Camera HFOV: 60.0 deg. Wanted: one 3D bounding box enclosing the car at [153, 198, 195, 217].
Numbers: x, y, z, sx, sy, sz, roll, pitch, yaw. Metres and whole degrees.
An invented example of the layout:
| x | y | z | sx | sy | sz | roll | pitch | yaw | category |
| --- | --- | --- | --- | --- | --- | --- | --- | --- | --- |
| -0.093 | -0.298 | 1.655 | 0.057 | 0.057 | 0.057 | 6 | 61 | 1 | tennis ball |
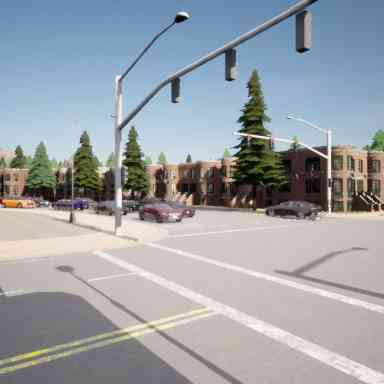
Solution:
| x | y | z | sx | sy | sz | roll | pitch | yaw | category |
| --- | --- | --- | --- | --- | --- | --- | --- | --- | --- |
| -1.553 | 1.564 | 30.084 | 1.994 | 1.385 | 4.181 | 0 | 0 | -37 | car |

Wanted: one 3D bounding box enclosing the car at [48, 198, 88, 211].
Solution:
| x | y | z | sx | sy | sz | roll | pitch | yaw | category |
| --- | --- | --- | --- | --- | --- | --- | --- | --- | --- |
| -14.898 | 1.601 | 40.030 | 4.718 | 1.301 | 1.895 | 0 | 0 | 38 | car |

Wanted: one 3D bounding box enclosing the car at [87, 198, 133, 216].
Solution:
| x | y | z | sx | sy | sz | roll | pitch | yaw | category |
| --- | --- | --- | --- | --- | --- | --- | --- | --- | --- |
| -8.215 | 1.547 | 33.250 | 2.033 | 1.411 | 5.357 | 0 | 0 | -38 | car |

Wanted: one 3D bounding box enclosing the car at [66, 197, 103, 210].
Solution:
| x | y | z | sx | sy | sz | roll | pitch | yaw | category |
| --- | --- | --- | --- | --- | --- | --- | --- | --- | --- |
| -14.256 | 1.492 | 43.852 | 4.902 | 1.511 | 2.128 | 0 | 0 | 36 | car |

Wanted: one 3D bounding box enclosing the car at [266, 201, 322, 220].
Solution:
| x | y | z | sx | sy | sz | roll | pitch | yaw | category |
| --- | --- | --- | --- | --- | --- | --- | --- | --- | --- |
| 8.564 | 1.491 | 28.355 | 2.128 | 1.511 | 4.902 | 0 | 0 | -40 | car |

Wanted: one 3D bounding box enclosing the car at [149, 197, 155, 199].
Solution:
| x | y | z | sx | sy | sz | roll | pitch | yaw | category |
| --- | --- | --- | --- | --- | --- | --- | --- | --- | --- |
| -5.811 | 1.505 | 46.225 | 4.892 | 1.490 | 1.837 | 0 | 0 | 43 | car |

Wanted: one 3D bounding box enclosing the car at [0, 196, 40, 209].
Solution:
| x | y | z | sx | sy | sz | roll | pitch | yaw | category |
| --- | --- | --- | --- | --- | --- | --- | --- | --- | --- |
| -23.615 | 1.352 | 45.436 | 4.553 | 1.767 | 2.097 | 0 | 0 | 25 | car |

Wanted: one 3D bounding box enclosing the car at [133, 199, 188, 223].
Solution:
| x | y | z | sx | sy | sz | roll | pitch | yaw | category |
| --- | --- | --- | --- | --- | --- | --- | --- | --- | --- |
| -2.543 | 1.526 | 25.566 | 1.812 | 1.442 | 4.674 | 0 | 0 | -35 | car |

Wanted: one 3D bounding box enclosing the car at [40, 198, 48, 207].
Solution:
| x | y | z | sx | sy | sz | roll | pitch | yaw | category |
| --- | --- | --- | --- | --- | --- | --- | --- | --- | --- |
| -23.202 | 1.492 | 49.116 | 4.902 | 1.511 | 2.128 | 0 | 0 | 23 | car |

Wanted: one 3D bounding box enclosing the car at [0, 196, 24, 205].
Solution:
| x | y | z | sx | sy | sz | roll | pitch | yaw | category |
| --- | --- | --- | --- | --- | --- | --- | --- | --- | --- |
| -32.659 | 1.478 | 59.056 | 5.008 | 1.535 | 1.882 | 0 | 0 | 9 | car |
